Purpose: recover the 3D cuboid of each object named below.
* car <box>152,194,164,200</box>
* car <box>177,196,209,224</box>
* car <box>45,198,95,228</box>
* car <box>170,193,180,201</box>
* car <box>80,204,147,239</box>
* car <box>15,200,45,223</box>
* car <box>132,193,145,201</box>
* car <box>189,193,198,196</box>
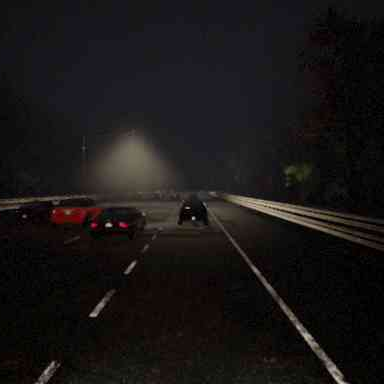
[{"bbox_3d":[-6.693,0.948,66.147,1.895,1.301,4.718,0,1,1],"label":"car"},{"bbox_3d":[0.095,1.282,22.348,1.837,1.490,4.892,0,1,0],"label":"car"},{"bbox_3d":[-6.913,1.143,20.661,2.097,1.767,4.553,0,0,0],"label":"car"},{"bbox_3d":[-3.205,0.856,64.411,2.128,1.511,4.902,0,1,1],"label":"car"},{"bbox_3d":[-3.435,1.383,16.237,2.033,1.411,5.357,0,1,0],"label":"car"},{"bbox_3d":[-10.404,1.294,22.982,1.812,1.442,4.674,0,1,0],"label":"car"},{"bbox_3d":[-10.213,0.849,63.652,1.882,1.535,5.008,0,1,1],"label":"car"},{"bbox_3d":[0.329,0.876,68.006,2.033,1.411,5.357,0,1,1],"label":"car"}]
